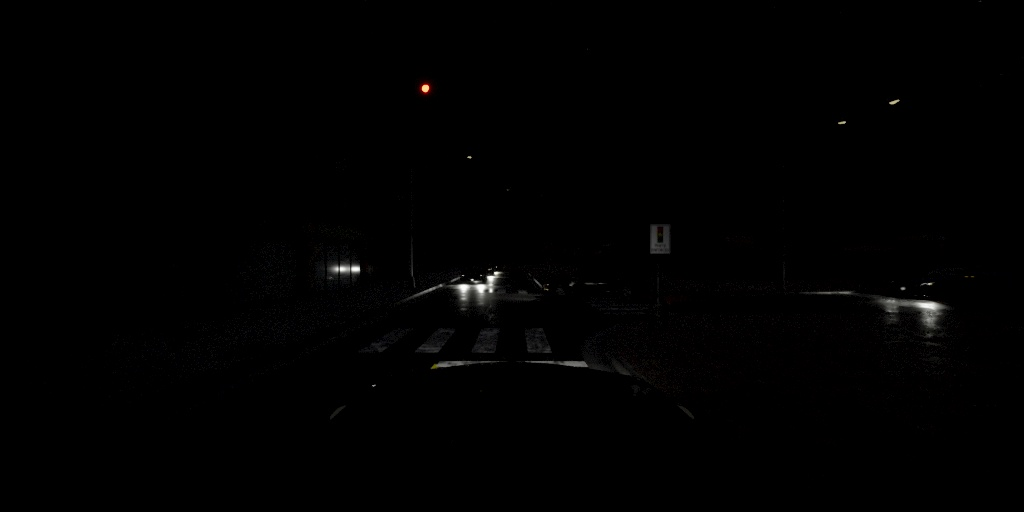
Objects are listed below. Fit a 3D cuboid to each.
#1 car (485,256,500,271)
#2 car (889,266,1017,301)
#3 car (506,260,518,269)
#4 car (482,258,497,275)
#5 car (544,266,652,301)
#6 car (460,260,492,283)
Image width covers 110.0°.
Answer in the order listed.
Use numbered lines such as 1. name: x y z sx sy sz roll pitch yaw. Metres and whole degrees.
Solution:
1. car: -2.873 0.996 48.973 2.150 2.045 5.566 0 0 0
2. car: 19.735 1.157 15.959 4.674 1.442 1.812 0 0 0
3. car: 0.061 1.334 58.332 2.033 1.411 5.357 0 0 -1
4. car: -2.875 1.268 38.451 1.837 1.490 4.892 0 0 0
5. car: 3.950 1.224 16.828 4.892 1.490 1.837 0 1 14
6. car: -2.883 1.303 28.043 2.033 1.411 5.357 0 0 -1
